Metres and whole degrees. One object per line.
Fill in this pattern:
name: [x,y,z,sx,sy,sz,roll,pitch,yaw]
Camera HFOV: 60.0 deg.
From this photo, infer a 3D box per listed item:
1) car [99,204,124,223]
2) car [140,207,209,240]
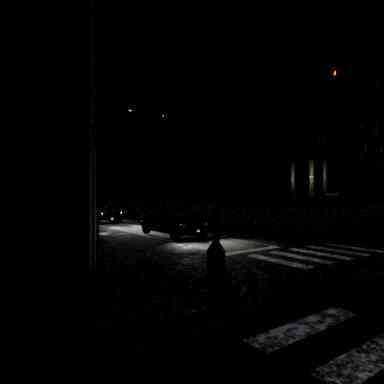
car: [-6.992,1.606,25.548,1.895,1.301,4.718,0,0,-36]
car: [-1.066,1.528,17.339,1.812,1.442,4.674,0,0,-36]
